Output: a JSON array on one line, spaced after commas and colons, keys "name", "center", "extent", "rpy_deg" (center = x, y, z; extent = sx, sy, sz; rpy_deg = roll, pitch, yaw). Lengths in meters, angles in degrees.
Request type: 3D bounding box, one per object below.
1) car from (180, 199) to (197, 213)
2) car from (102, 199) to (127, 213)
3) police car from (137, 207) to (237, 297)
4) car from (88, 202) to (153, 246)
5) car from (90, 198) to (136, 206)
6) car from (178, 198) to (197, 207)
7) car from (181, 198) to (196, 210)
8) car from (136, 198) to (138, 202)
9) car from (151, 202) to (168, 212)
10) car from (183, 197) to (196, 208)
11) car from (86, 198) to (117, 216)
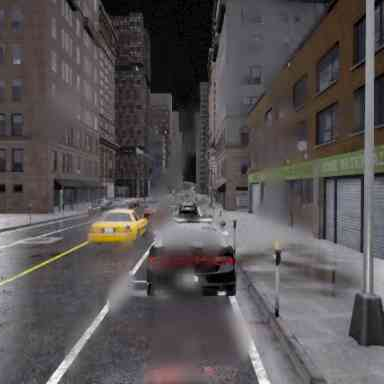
[{"name": "car", "center": [-0.393, 1.546, 38.589], "extent": [1.887, 1.381, 4.507], "rpy_deg": [-1, 0, 0]}, {"name": "car", "center": [-8.918, 1.567, 38.589], "extent": [1.947, 1.339, 4.313], "rpy_deg": [-1, 0, 0]}, {"name": "police car", "center": [-0.011, 1.423, 8.761], "extent": [1.930, 1.638, 5.238], "rpy_deg": [0, 0, 0]}, {"name": "car", "center": [-3.145, 1.453, 15.153], "extent": [1.801, 1.575, 5.366], "rpy_deg": [0, 0, 0]}, {"name": "car", "center": [-6.242, 1.489, 26.988], "extent": [2.128, 1.511, 4.902], "rpy_deg": [0, 0, 0]}, {"name": "car", "center": [-0.393, 1.565, 33.084], "extent": [1.947, 1.339, 4.313], "rpy_deg": [-1, 0, 0]}, {"name": "car", "center": [-0.393, 1.548, 44.094], "extent": [1.887, 1.381, 4.507], "rpy_deg": [-1, 0, 0]}, {"name": "car", "center": [-8.918, 1.554, 44.095], "extent": [2.008, 1.369, 4.403], "rpy_deg": [-1, 0, 0]}, {"name": "car", "center": [-3.055, 1.563, 29.207], "extent": [1.994, 1.385, 4.181], "rpy_deg": [0, 0, 0]}, {"name": "car", "center": [-0.393, 1.550, 49.600], "extent": [1.887, 1.381, 4.507], "rpy_deg": [-1, 0, 0]}, {"name": "car", "center": [-8.920, 1.439, 33.084], "extent": [1.967, 1.590, 4.097], "rpy_deg": [-1, 0, 0]}]
